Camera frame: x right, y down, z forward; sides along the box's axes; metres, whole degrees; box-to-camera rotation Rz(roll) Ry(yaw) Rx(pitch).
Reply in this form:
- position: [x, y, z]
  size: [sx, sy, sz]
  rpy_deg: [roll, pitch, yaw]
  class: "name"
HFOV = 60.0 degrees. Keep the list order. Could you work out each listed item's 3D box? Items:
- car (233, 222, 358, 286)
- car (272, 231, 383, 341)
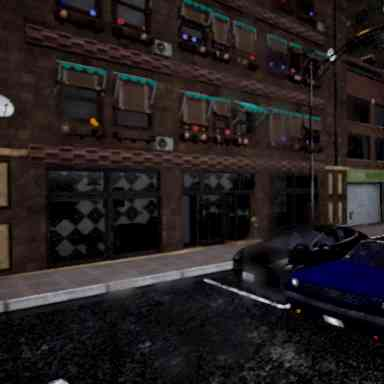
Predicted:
- position: [3.040, 1.510, 8.738]
  size: [4.313, 1.339, 1.947]
  rpy_deg: [-1, 0, -35]
  class: "car"
- position: [3.849, 1.552, 6.124]
  size: [4.718, 1.301, 1.895]
  rpy_deg: [-1, 0, -35]
  class: "car"
